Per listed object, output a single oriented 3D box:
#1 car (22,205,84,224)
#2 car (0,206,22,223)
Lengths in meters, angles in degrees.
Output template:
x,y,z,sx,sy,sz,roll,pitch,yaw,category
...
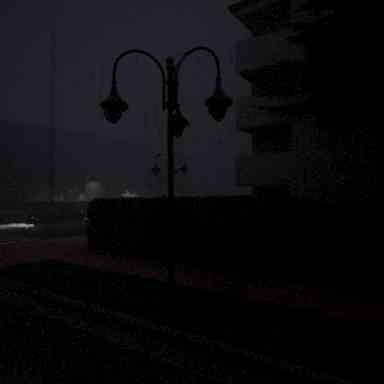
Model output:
x,y,z,sx,sy,sz,roll,pitch,yaw,category
-10.850,1.739,26.675,1.994,1.385,4.181,0,0,36,car
-14.194,1.799,28.082,1.895,1.301,4.718,0,0,37,car
